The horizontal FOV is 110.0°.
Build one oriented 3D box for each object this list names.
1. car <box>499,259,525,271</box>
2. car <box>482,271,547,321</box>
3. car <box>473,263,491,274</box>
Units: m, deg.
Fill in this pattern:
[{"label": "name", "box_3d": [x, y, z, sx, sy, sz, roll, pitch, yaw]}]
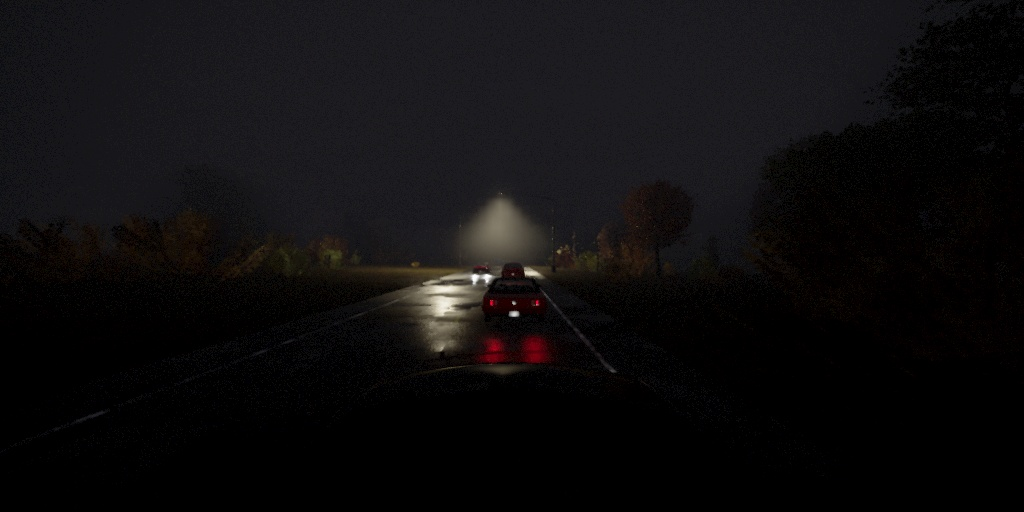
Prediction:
[{"label": "car", "box_3d": [0.086, 1.305, 30.740, 1.882, 1.535, 5.008, 0, 0, 0]}, {"label": "car", "box_3d": [0.079, 1.379, 12.501, 1.895, 1.301, 4.718, 0, 0, 0]}, {"label": "car", "box_3d": [-3.596, 1.466, 42.999, 1.895, 1.301, 4.718, 0, 0, 0]}]
